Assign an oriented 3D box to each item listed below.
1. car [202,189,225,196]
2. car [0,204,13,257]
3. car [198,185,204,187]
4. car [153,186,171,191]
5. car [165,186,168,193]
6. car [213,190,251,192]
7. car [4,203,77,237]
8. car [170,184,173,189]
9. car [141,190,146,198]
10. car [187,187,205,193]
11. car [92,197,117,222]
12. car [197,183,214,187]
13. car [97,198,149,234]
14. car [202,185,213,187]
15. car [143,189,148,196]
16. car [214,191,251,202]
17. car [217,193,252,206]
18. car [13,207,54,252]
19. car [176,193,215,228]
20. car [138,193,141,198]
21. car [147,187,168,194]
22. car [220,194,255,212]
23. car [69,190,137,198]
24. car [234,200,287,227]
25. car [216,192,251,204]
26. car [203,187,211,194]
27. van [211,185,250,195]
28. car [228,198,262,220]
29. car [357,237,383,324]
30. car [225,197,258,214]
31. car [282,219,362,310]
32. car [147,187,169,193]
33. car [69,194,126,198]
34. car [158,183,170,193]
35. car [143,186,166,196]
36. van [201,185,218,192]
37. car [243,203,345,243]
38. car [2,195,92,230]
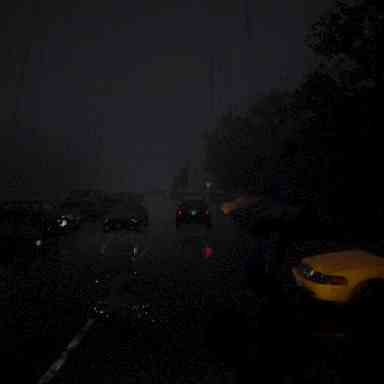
[{"bbox_3d":[4.670,0.037,72.641,4.792,1.488,2.163,0,3,0],"label":"car"},{"bbox_3d":[-8.013,1.331,9.393,4.553,1.767,2.185,0,0,0],"label":"car"},{"bbox_3d":[4.505,-0.250,78.174,5.366,1.575,1.946,0,3,0],"label":"car"},{"bbox_3d":[-8.421,-1.005,94.801,4.892,1.521,2.231,0,3,0],"label":"car"},{"bbox_3d":[-8.375,-0.009,72.626,5.008,1.535,2.097,0,3,0],"label":"car"},{"bbox_3d":[5.018,0.857,37.462,4.674,1.452,2.002,0,2,0],"label":"car"},{"bbox_3d":[-8.078,1.431,14.969,4.792,1.488,2.163,0,1,0],"label":"car"},{"bbox_3d":[-8.592,-0.779,89.386,5.366,1.575,1.946,0,3,0],"label":"car"},{"bbox_3d":[-8.035,0.838,37.259,4.792,1.488,2.163,0,2,0],"label":"car"},{"bbox_3d":[0.073,0.694,37.155,2.097,1.767,4.553,0,2,0],"label":"car"},{"bbox_3d":[-8.084,1.285,23.337,4.792,1.488,2.163,0,1,0],"label":"car"},{"bbox_3d":[4.711,-0.751,83.697,5.566,2.045,2.435,0,3,0],"label":"car"},{"bbox_3d":[-3.597,1.346,18.791,1.882,1.535,5.008,0,1,0],"label":"car"},{"bbox_3d":[4.734,0.004,69.991,4.553,1.767,2.185,0,3,0],"label":"car"},{"bbox_3d":[-8.096,0.731,40.040,4.792,1.488,2.163,0,2,0],"label":"car"},{"bbox_3d":[5.020,0.963,34.679,4.674,1.452,2.002,0,2,0],"label":"car"},{"bbox_3d":[5.207,1.115,28.977,5.366,1.575,1.946,0,2,0],"label":"car"},{"bbox_3d":[-8.017,1.462,12.181,4.792,1.488,2.163,0,0,0],"label":"car"},{"bbox_3d":[0.087,1.183,21.043,2.097,1.767,4.553,0,1,0],"label":"car"},{"bbox_3d":[-8.031,0.789,34.469,4.553,1.767,2.185,0,2,0],"label":"car"},{"bbox_3d":[-8.387,-0.389,80.946,4.892,1.521,2.231,0,3,0],"label":"car"},{"bbox_3d":[5.209,1.196,26.182,5.366,1.575,1.946,0,2,0],"label":"car"},{"bbox_3d":[-8.030,0.853,28.896,5.566,2.045,2.435,0,2,0],"label":"car"},{"bbox_3d":[5.024,1.374,17.947,5.008,1.535,2.097,0,1,0],"label":"car"},{"bbox_3d":[5.048,1.057,31.768,4.792,1.488,2.163,0,2,0],"label":"car"},{"bbox_3d":[4.702,0.256,67.229,5.008,1.535,2.097,0,3,0],"label":"car"},{"bbox_3d":[4.887,0.490,40.123,4.442,1.987,1.878,-1,2,0],"label":"van"},{"bbox_3d":[5.022,1.324,20.737,5.008,1.535,2.097,0,1,0],"label":"car"},{"bbox_3d":[5.045,1.491,4.005,5.008,1.535,2.097,0,0,0],"label":"car"},{"bbox_3d":[4.996,1.296,23.528,4.792,1.488,2.163,0,1,0],"label":"car"},{"bbox_3d":[4.852,1.482,6.795,5.366,1.575,1.946,0,0,0],"label":"car"},{"bbox_3d":[-8.583,-0.521,83.718,5.366,1.575,1.946,0,3,0],"label":"car"},{"bbox_3d":[-8.063,1.186,26.115,4.892,1.521,2.231,0,1,0],"label":"car"},{"bbox_3d":[-8.356,-0.387,75.387,5.566,2.045,2.435,0,3,0],"label":"car"},{"bbox_3d":[-8.406,0.148,69.854,4.792,1.488,2.163,0,3,0],"label":"car"},{"bbox_3d":[4.791,-0.983,89.356,4.442,1.987,1.878,0,3,0],"label":"van"},{"bbox_3d":[5.025,1.417,15.029,4.892,1.521,2.231,0,1,0],"label":"car"},{"bbox_3d":[-8.082,1.236,17.754,4.553,1.767,2.185,0,1,0],"label":"car"}]
